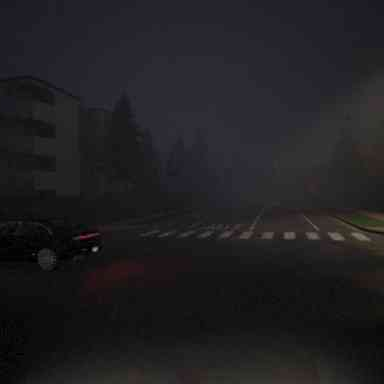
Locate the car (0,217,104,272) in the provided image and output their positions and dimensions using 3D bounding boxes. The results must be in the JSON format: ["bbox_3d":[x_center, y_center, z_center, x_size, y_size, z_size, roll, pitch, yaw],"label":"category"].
[{"bbox_3d":[-5.284,1.575,10.761,4.902,1.511,2.128,-1,0,14],"label":"car"}]
